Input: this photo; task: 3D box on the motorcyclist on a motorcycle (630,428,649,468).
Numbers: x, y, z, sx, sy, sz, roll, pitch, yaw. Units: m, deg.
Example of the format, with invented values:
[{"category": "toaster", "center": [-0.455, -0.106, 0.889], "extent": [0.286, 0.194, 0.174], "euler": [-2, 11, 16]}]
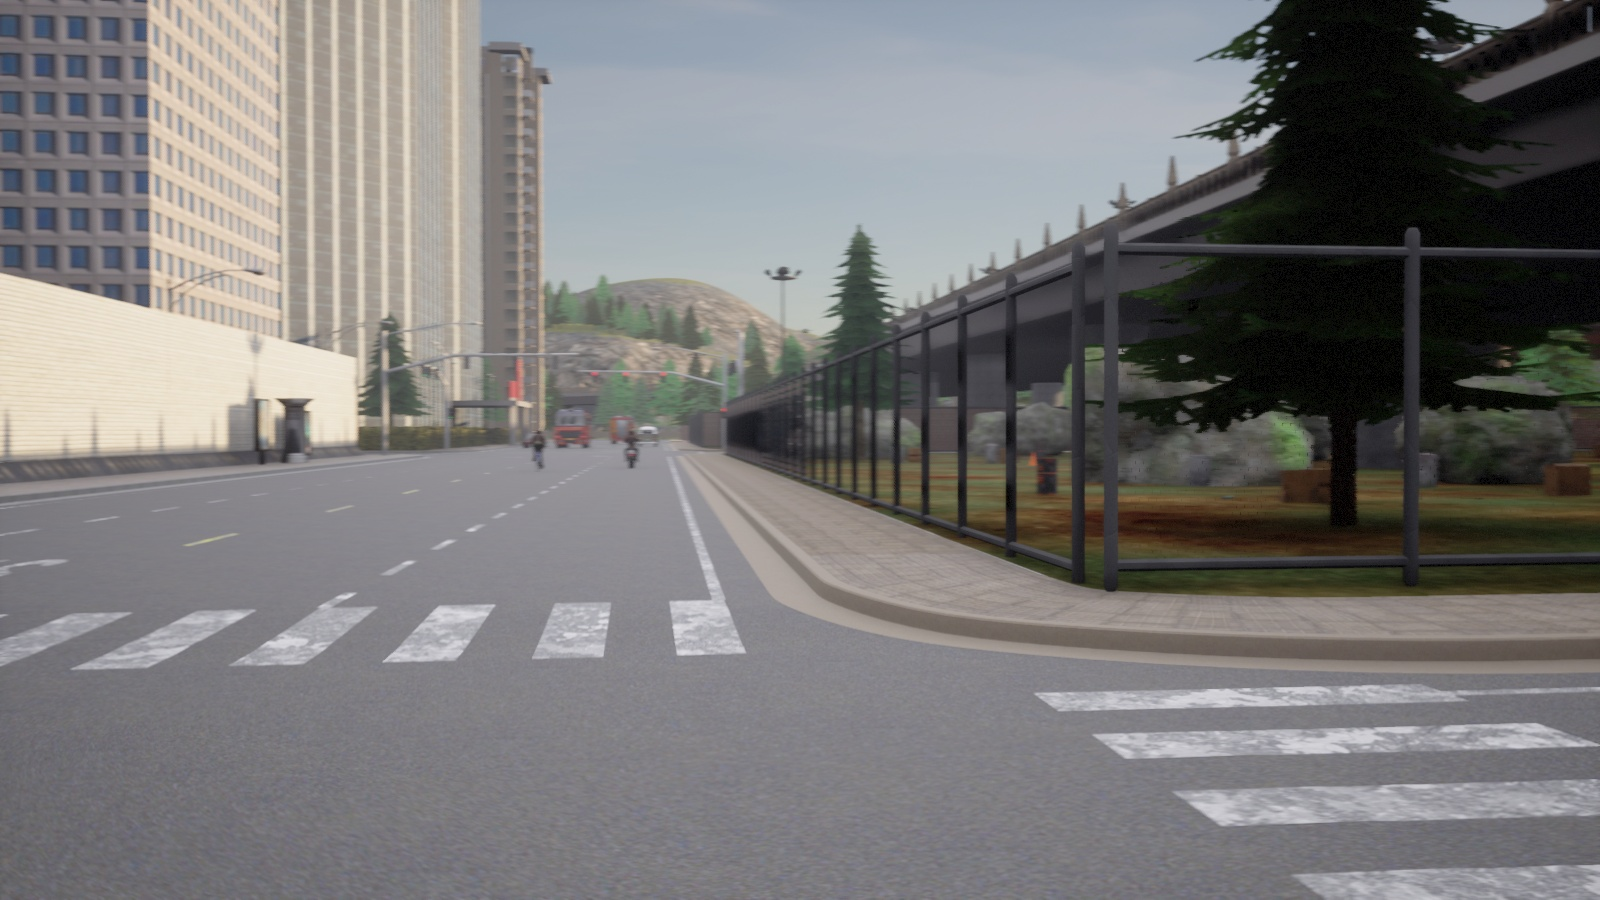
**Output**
[{"category": "motorcyclist on a motorcycle", "center": [-6.879, -0.091, 53.945], "extent": [0.766, 1.649, 2.350], "euler": [0, 1, -6]}]
